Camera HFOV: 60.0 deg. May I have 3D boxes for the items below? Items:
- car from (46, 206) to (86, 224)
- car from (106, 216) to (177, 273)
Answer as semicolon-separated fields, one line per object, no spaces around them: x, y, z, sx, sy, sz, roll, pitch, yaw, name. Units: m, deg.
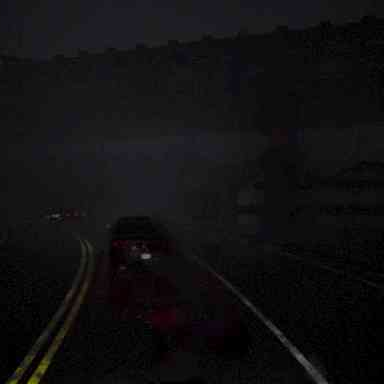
-10.818;1.901;28.366;2.033;1.411;5.357;1;-2;-39;car
-1.787;1.510;10.973;1.882;1.535;5.008;0;0;-14;car
